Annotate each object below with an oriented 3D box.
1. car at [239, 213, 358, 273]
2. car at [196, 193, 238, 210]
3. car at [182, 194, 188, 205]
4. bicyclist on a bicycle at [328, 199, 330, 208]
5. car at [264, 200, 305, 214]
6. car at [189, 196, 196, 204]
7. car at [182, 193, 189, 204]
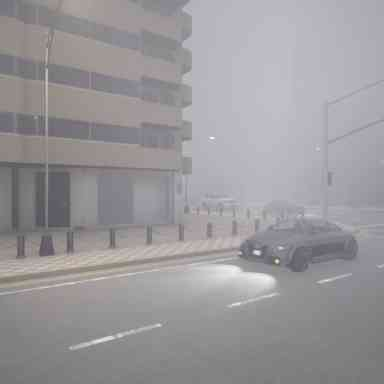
[{"bbox_3d":[3.503,1.564,10.766,4.181,1.385,1.994,0,0,-35],"label":"car"},{"bbox_3d":[3.348,1.166,42.302,2.150,2.045,5.566,0,0,-35],"label":"car"},{"bbox_3d":[-3.305,1.435,51.891,2.128,1.511,4.902,0,0,-35],"label":"car"},{"bbox_3d":[17.404,1.245,43.090,1.656,1.620,0.582,0,0,-35],"label":"bicyclist on a bicycle"},{"bbox_3d":[9.334,1.509,33.803,1.994,1.385,4.181,0,0,-35],"label":"car"},{"bbox_3d":[-0.697,1.449,60.622,1.837,1.490,4.892,0,0,-34],"label":"car"},{"bbox_3d":[-3.434,1.166,58.421,2.150,2.045,5.566,0,0,-34],"label":"car"}]
